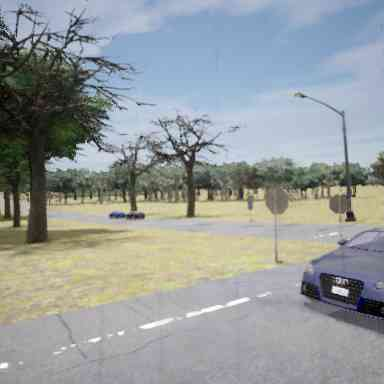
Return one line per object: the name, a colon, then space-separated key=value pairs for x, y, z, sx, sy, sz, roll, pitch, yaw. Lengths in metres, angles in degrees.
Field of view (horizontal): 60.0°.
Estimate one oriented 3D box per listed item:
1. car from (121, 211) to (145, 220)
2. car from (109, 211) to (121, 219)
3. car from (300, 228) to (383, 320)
car: x=-9.652 y=3.925 z=56.278 sx=1.882 sy=1.535 sz=5.008 roll=-2 pitch=-1 yaw=-34
car: x=-14.137 y=4.249 z=62.790 sx=1.882 sy=1.535 sz=5.008 roll=-2 pitch=-1 yaw=-34
car: x=4.152 y=1.484 z=6.848 sx=4.181 sy=1.385 sz=1.994 roll=-1 pitch=1 yaw=-36
